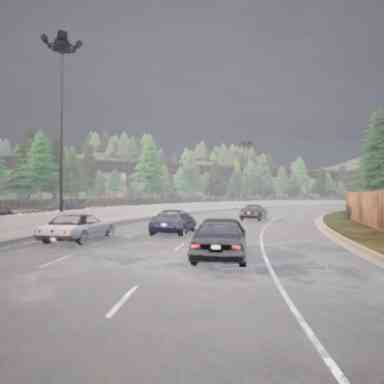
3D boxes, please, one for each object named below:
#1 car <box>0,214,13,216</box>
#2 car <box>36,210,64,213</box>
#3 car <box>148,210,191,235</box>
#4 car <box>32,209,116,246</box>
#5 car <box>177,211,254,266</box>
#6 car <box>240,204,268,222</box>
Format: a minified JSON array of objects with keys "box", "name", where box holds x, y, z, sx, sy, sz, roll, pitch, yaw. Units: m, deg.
[{"box":[-14.790,1.595,23.074,1.837,1.490,4.892,0,-1,14],"name":"car"},{"box":[-10.358,1.498,26.280,2.097,1.767,4.553,0,0,16],"name":"car"},{"box":[-1.054,1.716,19.476,1.994,1.385,4.181,0,0,12],"name":"car"},{"box":[-5.375,1.696,15.968,1.895,1.301,4.718,0,0,10],"name":"car"},{"box":[1.037,1.652,12.015,2.033,1.411,5.357,0,0,8],"name":"car"},{"box":[5.570,1.827,29.940,2.033,1.411,5.357,0,-1,20],"name":"car"}]
